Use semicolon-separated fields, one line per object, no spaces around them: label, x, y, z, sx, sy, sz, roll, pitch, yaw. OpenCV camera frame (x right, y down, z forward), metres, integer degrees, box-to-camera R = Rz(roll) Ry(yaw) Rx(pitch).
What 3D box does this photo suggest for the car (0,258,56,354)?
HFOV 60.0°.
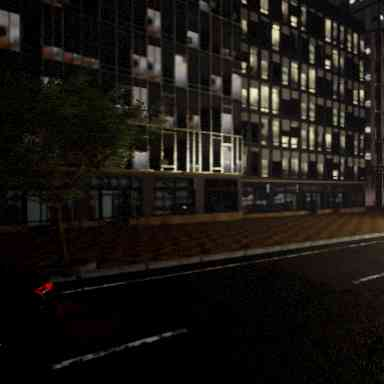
car;-4.159;1.558;4.600;4.181;1.385;1.994;1;0;-35
